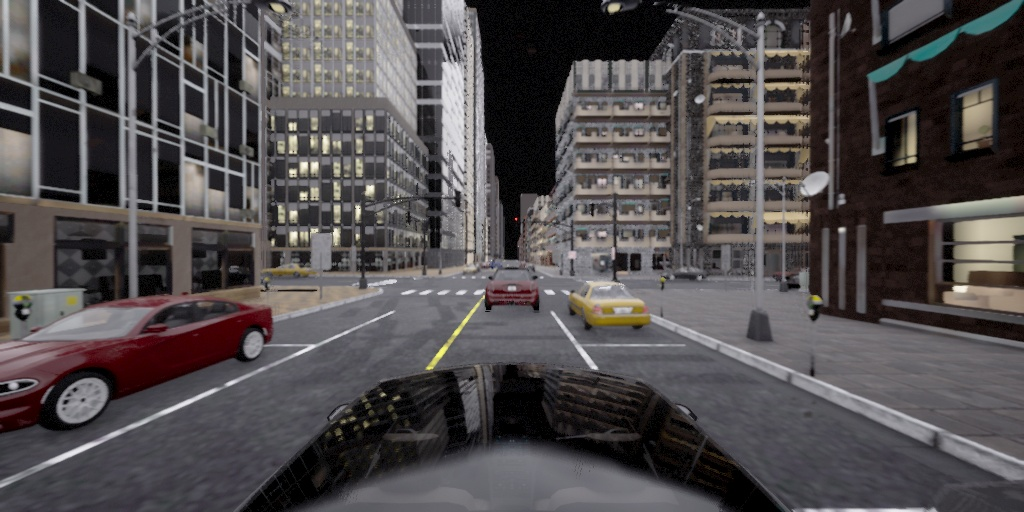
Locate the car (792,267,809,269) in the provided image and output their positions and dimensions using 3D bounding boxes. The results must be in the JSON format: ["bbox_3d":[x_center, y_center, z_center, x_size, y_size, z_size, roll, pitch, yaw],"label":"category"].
[{"bbox_3d":[27.383,1.780,34.195,4.507,1.381,1.888,0,0,1],"label":"car"}]

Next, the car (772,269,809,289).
[{"bbox_3d":[21.722,1.811,25.895,4.313,1.339,1.948,0,0,1],"label":"car"}]

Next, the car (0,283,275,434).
[{"bbox_3d":[-5.820,1.333,5.636,1.888,1.381,4.507,0,0,0],"label":"car"}]

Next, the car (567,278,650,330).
[{"bbox_3d":[2.822,1.367,11.391,1.751,1.417,4.829,0,0,0],"label":"car"}]

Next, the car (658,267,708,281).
[{"bbox_3d":[16.317,1.695,34.354,4.403,1.370,2.007,0,0,1],"label":"car"}]

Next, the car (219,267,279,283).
[{"bbox_3d":[-20.280,1.448,26.530,4.403,1.370,2.007,0,0,1],"label":"car"}]

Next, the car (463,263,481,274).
[{"bbox_3d":[-5.678,1.734,49.006,1.751,1.417,4.829,0,0,0],"label":"car"}]

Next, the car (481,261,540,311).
[{"bbox_3d":[0.047,1.231,15.256,2.097,1.767,4.553,0,-1,1],"label":"car"}]

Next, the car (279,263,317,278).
[{"bbox_3d":[-21.658,1.356,34.865,4.829,1.417,1.751,0,0,1],"label":"car"}]
